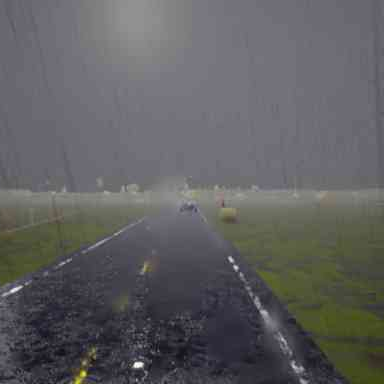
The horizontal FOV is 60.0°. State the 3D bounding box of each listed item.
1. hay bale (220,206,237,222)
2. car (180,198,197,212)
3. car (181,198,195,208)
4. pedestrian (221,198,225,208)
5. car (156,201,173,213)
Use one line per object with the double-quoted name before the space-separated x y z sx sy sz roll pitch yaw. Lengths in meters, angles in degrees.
"hay bale" 2.931 1.793 27.164 1.220 1.180 1.240 0 0 -1
"car" -0.400 1.564 42.139 2.097 1.767 4.553 0 0 -1
"car" -0.702 1.747 52.847 2.128 1.511 4.902 0 0 -2
"pedestrian" 2.610 1.438 28.332 0.375 1.860 0.375 0 0 1
"car" -3.273 1.803 40.515 1.895 1.301 4.718 0 0 -1
